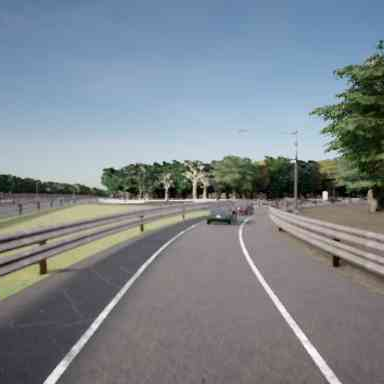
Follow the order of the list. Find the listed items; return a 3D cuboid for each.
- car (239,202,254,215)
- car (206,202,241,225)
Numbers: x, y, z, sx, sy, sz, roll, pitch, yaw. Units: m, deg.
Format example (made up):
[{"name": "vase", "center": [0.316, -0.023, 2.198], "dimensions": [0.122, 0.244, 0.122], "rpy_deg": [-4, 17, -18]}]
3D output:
[{"name": "car", "center": [5.987, 1.891, 38.879], "dimensions": [2.033, 1.411, 5.357], "rpy_deg": [0, 0, 20]}, {"name": "car", "center": [2.458, 1.793, 26.706], "dimensions": [1.994, 1.385, 4.181], "rpy_deg": [0, 0, 14]}]
